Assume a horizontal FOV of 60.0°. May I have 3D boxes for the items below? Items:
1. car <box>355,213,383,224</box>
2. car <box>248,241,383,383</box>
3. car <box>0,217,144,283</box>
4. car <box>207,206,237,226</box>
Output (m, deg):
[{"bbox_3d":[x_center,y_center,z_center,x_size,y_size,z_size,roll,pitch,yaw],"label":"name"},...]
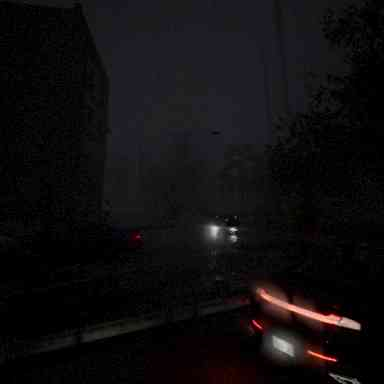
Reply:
[{"bbox_3d":[28.534,4.114,52.472,5.008,1.535,1.882,3,-3,13],"label":"car"},{"bbox_3d":[3.103,1.510,4.945,4.902,1.511,2.128,0,0,-31],"label":"car"},{"bbox_3d":[-3.960,1.474,9.725,2.033,1.411,5.357,1,1,44],"label":"car"},{"bbox_3d":[2.376,1.906,27.058,1.812,1.442,4.674,3,-2,-5],"label":"car"}]
